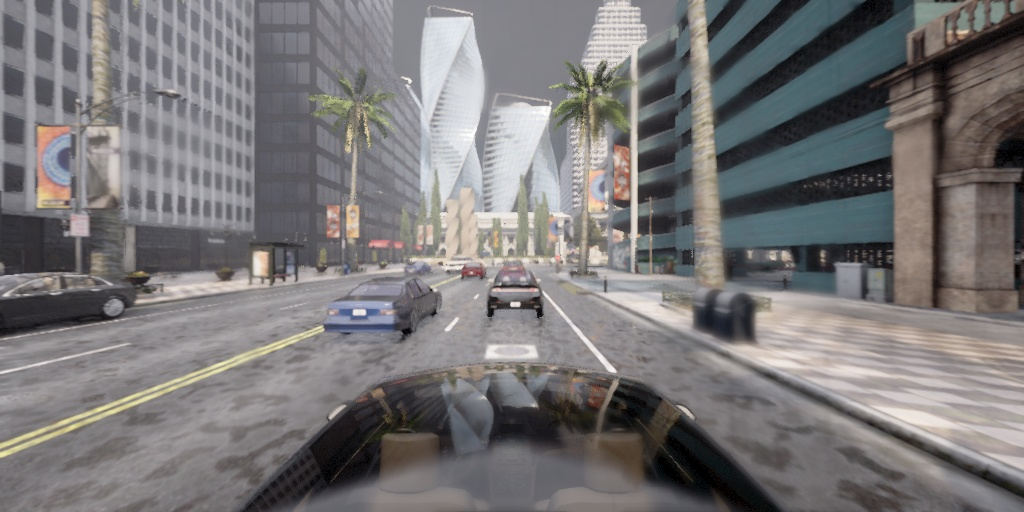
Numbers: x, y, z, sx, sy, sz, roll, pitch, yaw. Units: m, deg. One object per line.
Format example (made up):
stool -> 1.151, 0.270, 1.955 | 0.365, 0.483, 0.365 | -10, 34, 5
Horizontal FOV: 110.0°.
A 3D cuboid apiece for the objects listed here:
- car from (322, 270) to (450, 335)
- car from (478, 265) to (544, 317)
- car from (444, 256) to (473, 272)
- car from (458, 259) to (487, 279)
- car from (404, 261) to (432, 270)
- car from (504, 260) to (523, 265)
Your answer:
car -> -3.398, 1.306, 10.501 | 2.033, 1.411, 5.357 | 0, 0, 0
car -> 0.103, 1.252, 13.232 | 2.128, 1.511, 4.902 | 0, 0, 0
car -> -6.144, 1.011, 42.666 | 2.150, 2.045, 5.566 | 0, 0, 12
car -> -3.364, 1.256, 32.418 | 1.882, 1.535, 5.008 | 0, 0, 0
car -> -10.075, 1.310, 38.792 | 1.812, 1.442, 4.674 | 0, 0, 5
car -> 0.121, 1.129, 30.578 | 2.097, 1.767, 4.553 | 0, 0, 0
